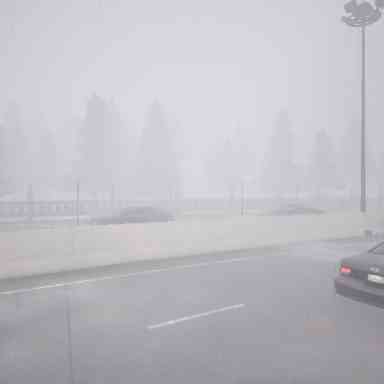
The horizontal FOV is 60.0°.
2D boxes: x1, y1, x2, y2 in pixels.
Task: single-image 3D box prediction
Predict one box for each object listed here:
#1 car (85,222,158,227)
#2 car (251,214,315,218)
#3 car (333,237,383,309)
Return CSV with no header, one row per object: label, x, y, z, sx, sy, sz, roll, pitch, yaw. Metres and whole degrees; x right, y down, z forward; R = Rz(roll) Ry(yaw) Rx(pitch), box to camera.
car,-3.362,1.505,18.304,4.892,1.490,1.837,0,0,-32
car,5.647,1.491,19.491,4.902,1.511,2.128,0,0,-29
car,5.346,1.548,7.003,5.357,1.411,2.033,0,0,-30
